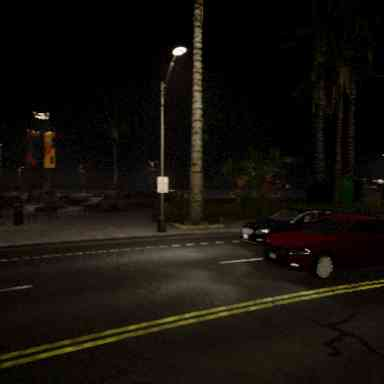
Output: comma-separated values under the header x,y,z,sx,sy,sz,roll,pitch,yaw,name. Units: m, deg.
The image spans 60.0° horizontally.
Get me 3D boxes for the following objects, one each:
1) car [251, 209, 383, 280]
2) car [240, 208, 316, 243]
x,y,z,sx,sy,sz,roll,pitch,yaw,name
4.469,1.434,9.786,5.008,1.535,1.882,0,0,-22,car
4.342,1.424,13.509,4.902,1.511,2.128,0,0,-21,car
